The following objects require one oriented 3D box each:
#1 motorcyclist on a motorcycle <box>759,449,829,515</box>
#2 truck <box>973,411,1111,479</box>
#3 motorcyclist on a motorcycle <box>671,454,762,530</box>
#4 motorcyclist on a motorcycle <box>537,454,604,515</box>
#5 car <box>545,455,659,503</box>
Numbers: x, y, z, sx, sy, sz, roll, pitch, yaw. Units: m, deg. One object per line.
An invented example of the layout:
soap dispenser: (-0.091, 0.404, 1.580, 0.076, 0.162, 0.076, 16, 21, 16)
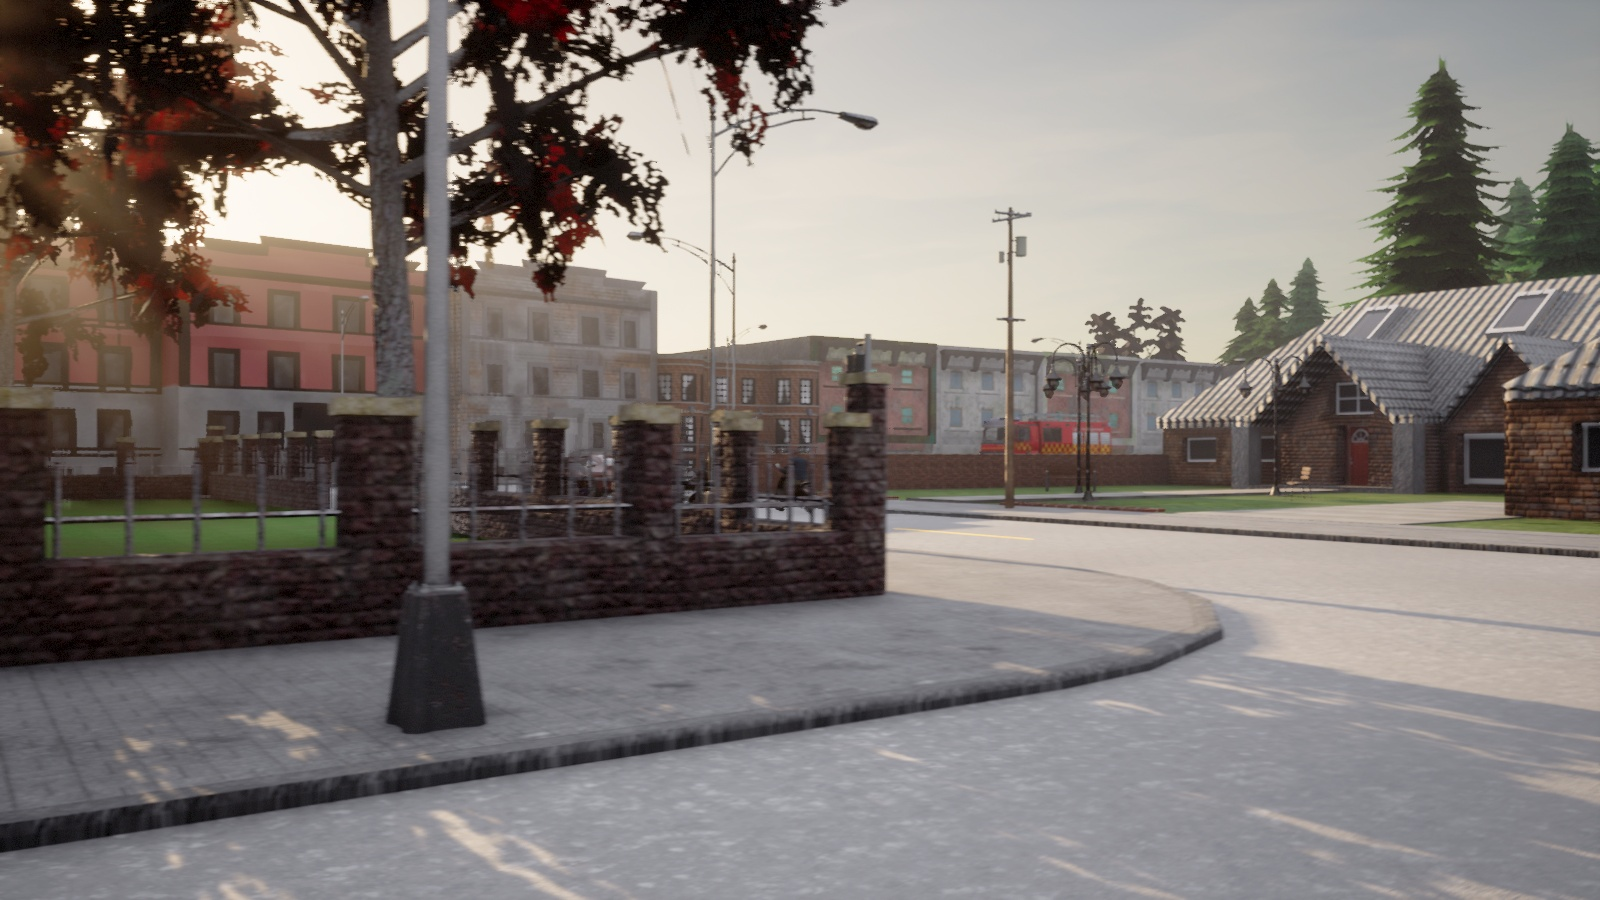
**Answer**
motorcyclist on a motorcycle: (-0.153, 0.768, 31.170, 0.866, 1.590, 1.817, 0, 0, -34)
truck: (14.378, -0.289, 74.288, 8.468, 3.827, 2.891, 0, 0, -35)
motorcyclist on a motorcycle: (-1.790, 0.843, 26.465, 0.866, 1.530, 2.191, 0, 0, -36)
motorcyclist on a motorcycle: (-5.963, 0.867, 32.528, 0.866, 1.530, 2.191, 0, 0, -36)
car: (-6.404, 0.876, 40.175, 1.812, 1.442, 4.674, 0, 0, -34)
